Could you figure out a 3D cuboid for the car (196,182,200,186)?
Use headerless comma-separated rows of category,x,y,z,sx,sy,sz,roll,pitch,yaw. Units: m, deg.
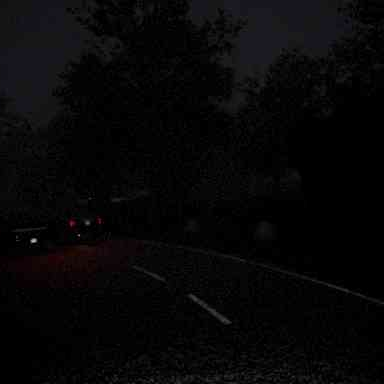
car,0.367,-2.106,85.097,2.128,1.511,4.902,-1,5,26

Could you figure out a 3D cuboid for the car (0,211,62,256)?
car,-8.042,1.691,14.136,4.902,1.511,2.128,-1,-1,35

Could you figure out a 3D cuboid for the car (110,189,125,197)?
car,-14.604,0.188,62.053,2.097,1.767,4.553,-1,4,23

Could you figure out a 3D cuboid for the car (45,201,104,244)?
car,-6.686,1.533,16.964,4.553,1.767,2.097,-1,0,35

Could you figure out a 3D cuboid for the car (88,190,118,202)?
car,-14.355,1.007,52.403,2.128,1.511,4.902,-1,4,19
